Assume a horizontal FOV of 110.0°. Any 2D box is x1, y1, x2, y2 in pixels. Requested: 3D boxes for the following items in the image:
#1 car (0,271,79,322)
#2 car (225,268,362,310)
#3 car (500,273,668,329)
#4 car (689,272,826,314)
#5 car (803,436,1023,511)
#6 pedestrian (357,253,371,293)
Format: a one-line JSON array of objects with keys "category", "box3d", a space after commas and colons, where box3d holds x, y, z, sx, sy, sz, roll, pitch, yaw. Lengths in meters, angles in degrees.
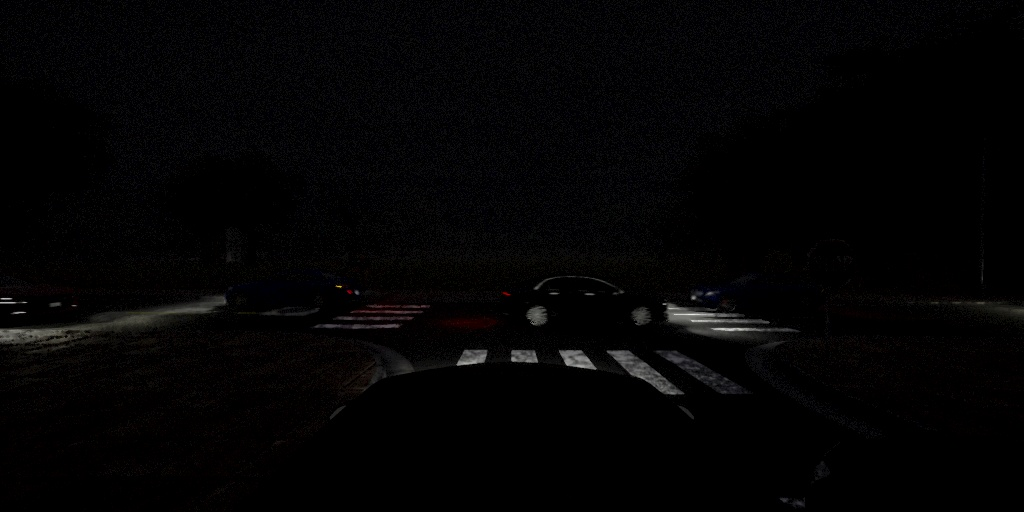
[{"category": "car", "box3d": [-16.161, 1.178, 10.720, 5.008, 1.535, 1.882, 0, 1, 0]}, {"category": "car", "box3d": [-8.210, 1.197, 13.681, 4.674, 1.442, 1.812, 0, 1, 0]}, {"category": "car", "box3d": [2.091, 1.260, 10.763, 4.892, 1.490, 1.837, 0, 0, 0]}, {"category": "car", "box3d": [9.283, 1.343, 13.702, 4.674, 1.442, 1.812, 1, 1, 0]}, {"category": "car", "box3d": [2.638, 1.301, 0.407, 2.007, 1.370, 4.403, 0, 0, 0]}, {"category": "pedestrian", "box3d": [-6.889, 0.756, 16.582, 0.375, 1.860, 0.375, 0, 1, 0]}]
